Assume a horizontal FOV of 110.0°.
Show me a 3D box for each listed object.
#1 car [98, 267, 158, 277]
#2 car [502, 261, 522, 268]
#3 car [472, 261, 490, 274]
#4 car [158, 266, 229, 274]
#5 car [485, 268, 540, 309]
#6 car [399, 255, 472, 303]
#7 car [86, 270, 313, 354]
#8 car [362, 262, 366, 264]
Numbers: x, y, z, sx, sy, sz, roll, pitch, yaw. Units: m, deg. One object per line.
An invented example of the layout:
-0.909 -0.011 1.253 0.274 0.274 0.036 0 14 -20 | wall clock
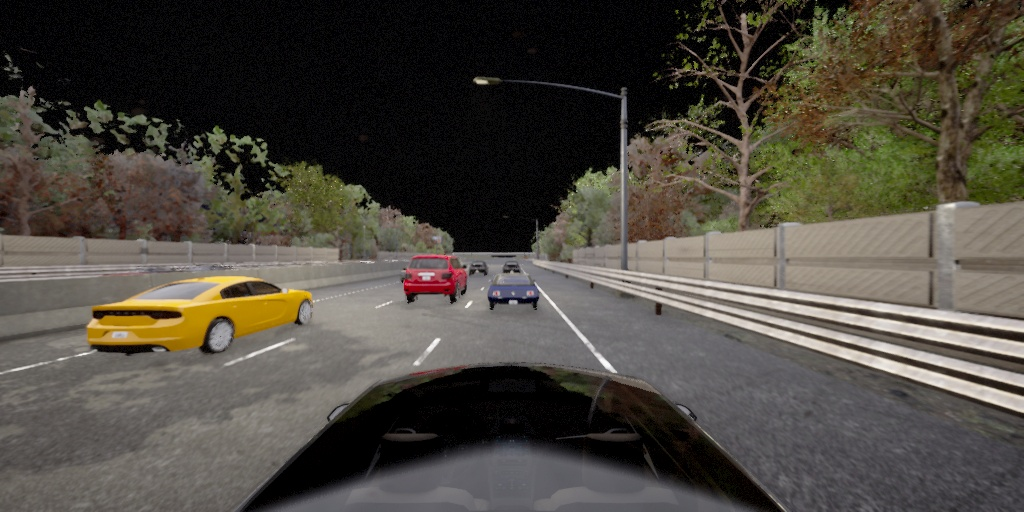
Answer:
-24.669 1.399 24.243 1.895 1.301 4.718 0 0 0 | car
-0.017 1.309 38.027 1.837 1.490 4.892 0 0 0 | car
-3.517 1.314 38.574 1.837 1.490 4.892 0 0 0 | car
-21.169 1.359 24.691 1.994 1.385 4.181 0 0 0 | car
0.051 1.362 14.958 1.895 1.301 4.718 0 0 0 | car
-3.446 0.988 17.063 2.150 2.045 5.566 0 0 0 | car
-6.921 1.239 8.798 1.882 1.535 5.008 0 0 0 | car
-17.682 1.434 43.120 1.895 1.301 4.718 0 0 0 | car
